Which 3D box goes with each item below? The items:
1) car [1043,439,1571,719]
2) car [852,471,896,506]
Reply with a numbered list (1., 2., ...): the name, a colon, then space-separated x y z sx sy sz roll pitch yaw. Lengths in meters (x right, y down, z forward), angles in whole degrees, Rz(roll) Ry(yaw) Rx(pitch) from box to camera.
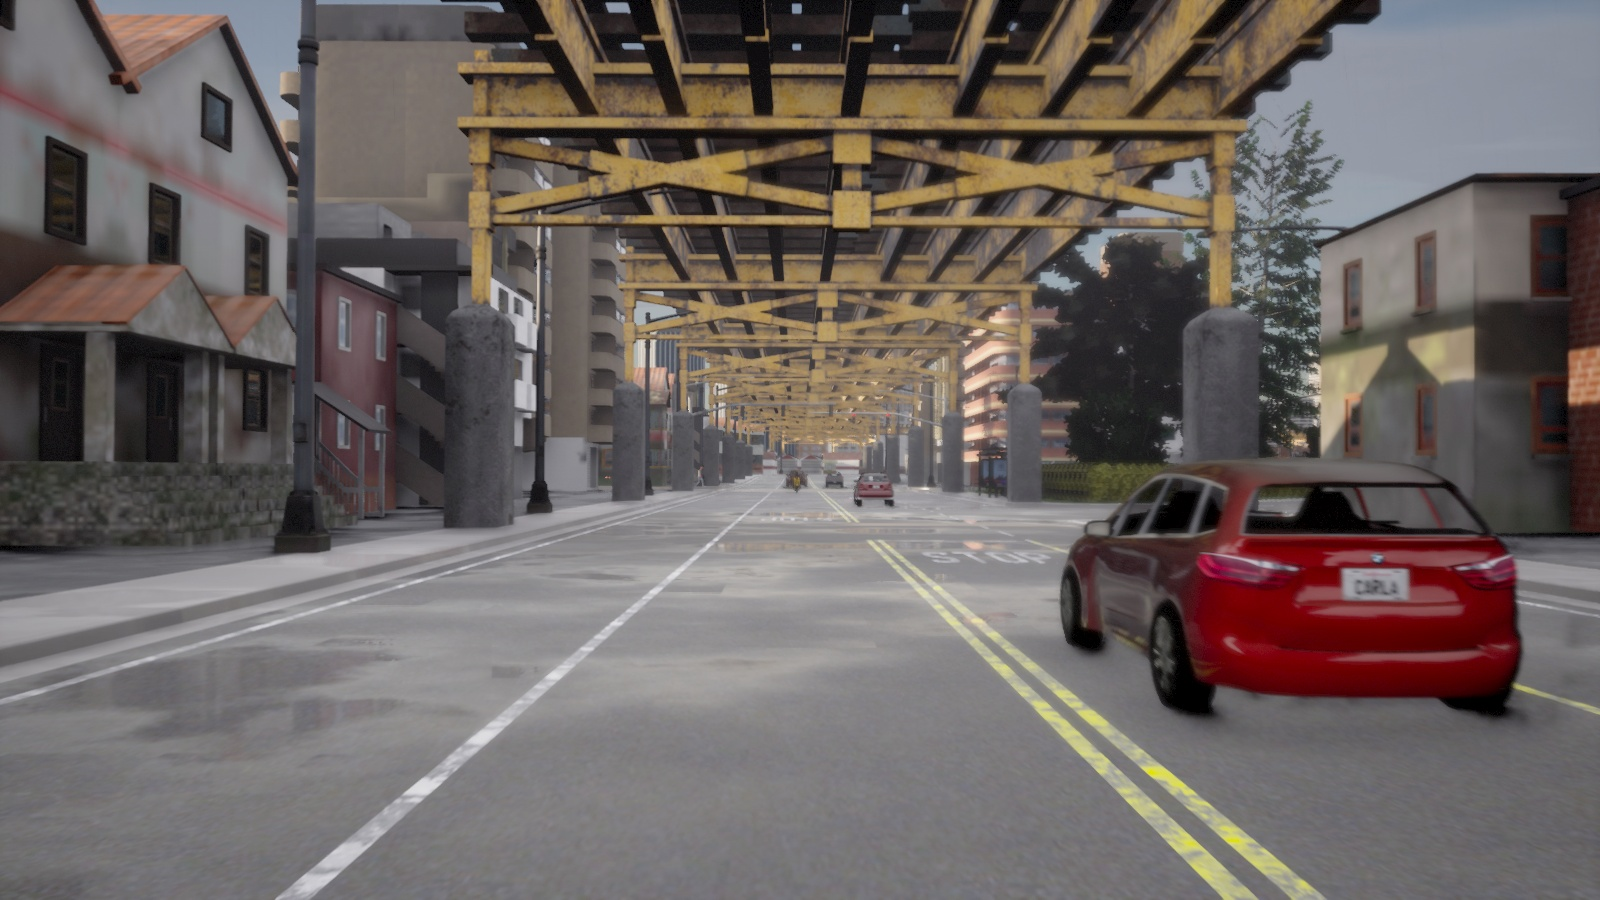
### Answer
1. car: 3.477 0.808 9.815 2.242 1.667 4.611 0 -1 0
2. car: 3.368 1.738 57.604 1.789 1.549 3.705 0 -1 0
